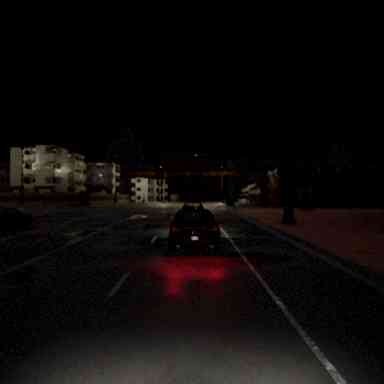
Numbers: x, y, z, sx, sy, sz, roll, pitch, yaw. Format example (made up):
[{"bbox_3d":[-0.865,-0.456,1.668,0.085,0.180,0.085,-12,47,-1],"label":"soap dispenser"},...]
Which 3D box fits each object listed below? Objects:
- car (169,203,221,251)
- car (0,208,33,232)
[{"bbox_3d":[0.094,1.429,13.865,1.882,1.535,5.008,0,0,0],"label":"car"},{"bbox_3d":[-10.535,1.534,17.768,1.895,1.301,4.718,0,0,0],"label":"car"}]
